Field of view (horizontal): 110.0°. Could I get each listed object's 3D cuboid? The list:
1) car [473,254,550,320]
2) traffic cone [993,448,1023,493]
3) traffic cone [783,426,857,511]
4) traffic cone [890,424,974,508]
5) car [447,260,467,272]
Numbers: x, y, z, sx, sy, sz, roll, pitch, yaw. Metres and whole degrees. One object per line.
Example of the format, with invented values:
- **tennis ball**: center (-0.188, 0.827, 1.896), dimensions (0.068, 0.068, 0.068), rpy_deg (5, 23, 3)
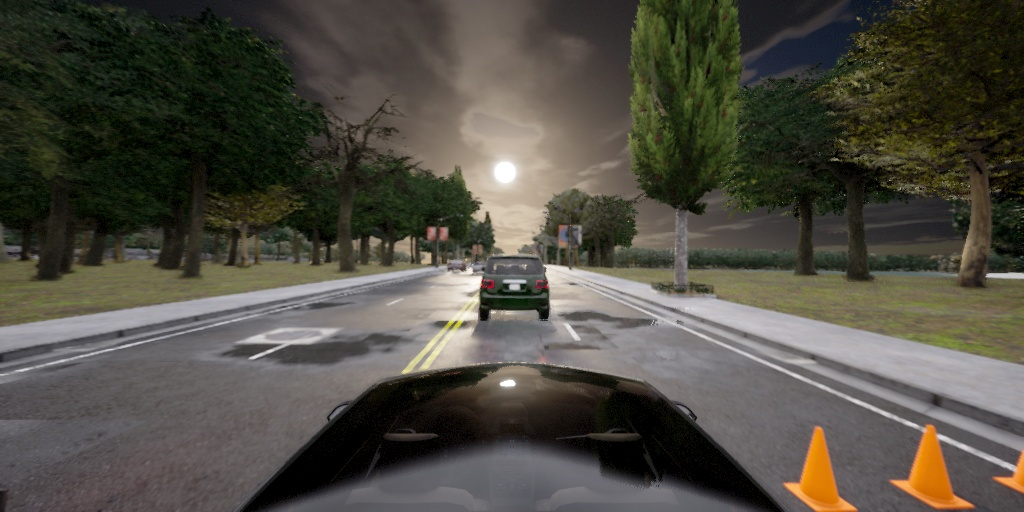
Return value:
- **car**: center (0.072, 0.950, 12.672), dimensions (2.150, 2.045, 5.566), rpy_deg (1, 0, 0)
- **traffic cone**: center (4.552, 1.745, 3.108), dimensions (0.340, 0.580, 0.340), rpy_deg (0, 0, -3)
- **traffic cone**: center (2.558, 1.726, 2.997), dimensions (0.340, 0.580, 0.340), rpy_deg (0, 0, -3)
- **traffic cone**: center (3.556, 1.736, 3.053), dimensions (0.340, 0.580, 0.340), rpy_deg (0, 0, -3)
- **car**: center (-6.564, 1.161, 43.126), dimensions (1.812, 1.442, 4.674), rpy_deg (1, 0, 0)
